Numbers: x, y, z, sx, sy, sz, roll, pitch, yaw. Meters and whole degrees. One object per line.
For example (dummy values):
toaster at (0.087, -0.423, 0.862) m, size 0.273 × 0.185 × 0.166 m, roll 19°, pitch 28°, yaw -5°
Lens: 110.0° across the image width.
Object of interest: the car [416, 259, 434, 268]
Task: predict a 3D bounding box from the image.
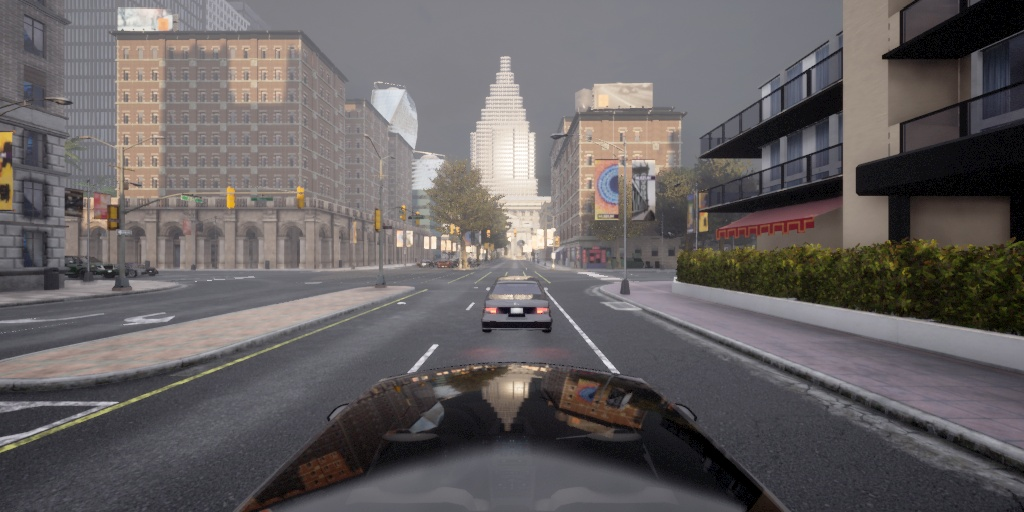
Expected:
car at (-14.518, 1.241, 61.552) m, size 2.128 × 1.511 × 4.902 m, roll 0°, pitch 0°, yaw 1°

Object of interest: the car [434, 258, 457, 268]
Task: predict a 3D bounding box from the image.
car at (-11.048, 1.102, 59.666) m, size 2.097 × 1.767 × 4.553 m, roll 0°, pitch 0°, yaw 1°

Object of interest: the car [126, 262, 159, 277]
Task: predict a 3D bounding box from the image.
car at (-36.828, 1.314, 34.568) m, size 4.181 × 1.385 × 1.994 m, roll 0°, pitch 0°, yaw 0°

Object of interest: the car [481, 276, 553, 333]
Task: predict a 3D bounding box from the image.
car at (0.146, 1.297, 10.736) m, size 2.033 × 1.411 × 5.357 m, roll 0°, pitch 0°, yaw 1°

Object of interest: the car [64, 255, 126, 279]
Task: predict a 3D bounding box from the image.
car at (-37.607, 0.971, 31.067) m, size 5.566 × 2.045 × 2.150 m, roll 0°, pitch 0°, yaw 0°
